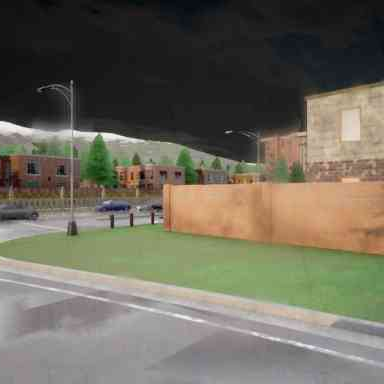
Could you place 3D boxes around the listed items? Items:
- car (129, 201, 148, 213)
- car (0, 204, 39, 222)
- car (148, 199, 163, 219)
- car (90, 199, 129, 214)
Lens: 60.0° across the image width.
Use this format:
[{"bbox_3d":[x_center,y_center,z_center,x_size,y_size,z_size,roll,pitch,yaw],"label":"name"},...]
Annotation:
[{"bbox_3d":[-3.873,1.491,35.835,2.128,1.511,4.902,0,0,42],"label":"car"},{"bbox_3d":[-13.705,1.564,24.718,1.994,1.385,4.181,0,0,41],"label":"car"},{"bbox_3d":[-0.900,1.547,28.629,2.033,1.411,5.357,0,0,41],"label":"car"},{"bbox_3d":[-8.639,1.527,35.700,1.812,1.442,4.674,0,1,41],"label":"car"}]
